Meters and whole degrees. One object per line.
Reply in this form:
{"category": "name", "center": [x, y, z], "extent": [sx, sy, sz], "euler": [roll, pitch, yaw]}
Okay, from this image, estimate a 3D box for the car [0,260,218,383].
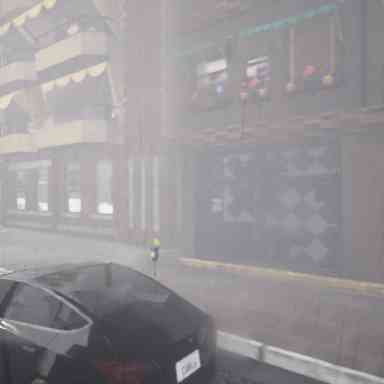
{"category": "car", "center": [-1.725, 1.540, 4.125], "extent": [4.313, 1.339, 1.947], "euler": [1, -1, 36]}
